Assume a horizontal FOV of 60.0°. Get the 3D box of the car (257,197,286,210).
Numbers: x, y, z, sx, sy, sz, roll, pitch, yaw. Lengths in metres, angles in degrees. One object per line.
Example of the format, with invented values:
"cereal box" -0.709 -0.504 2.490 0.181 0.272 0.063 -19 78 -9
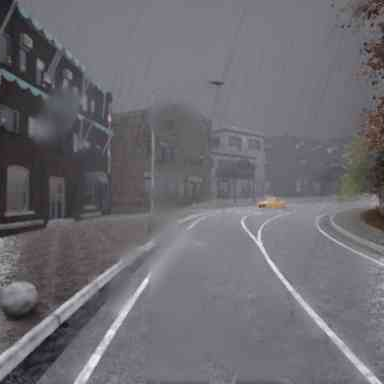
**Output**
"car" 10.015 1.427 41.932 1.882 1.535 5.008 -1 0 41
